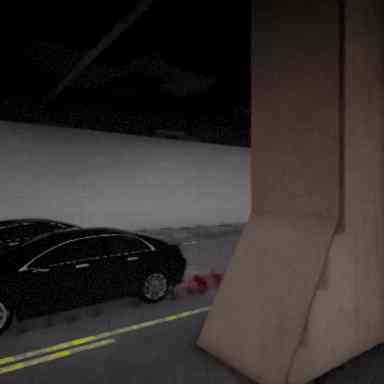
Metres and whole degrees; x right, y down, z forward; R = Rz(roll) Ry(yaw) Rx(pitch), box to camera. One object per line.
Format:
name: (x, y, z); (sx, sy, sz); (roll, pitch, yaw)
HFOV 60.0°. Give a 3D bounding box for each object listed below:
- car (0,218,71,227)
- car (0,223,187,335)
car: (-4.920, 1.505, 9.081); (4.892, 1.490, 1.837); (0, 0, -35)
car: (-2.388, 1.505, 6.588); (4.892, 1.490, 1.837); (0, 0, -36)
